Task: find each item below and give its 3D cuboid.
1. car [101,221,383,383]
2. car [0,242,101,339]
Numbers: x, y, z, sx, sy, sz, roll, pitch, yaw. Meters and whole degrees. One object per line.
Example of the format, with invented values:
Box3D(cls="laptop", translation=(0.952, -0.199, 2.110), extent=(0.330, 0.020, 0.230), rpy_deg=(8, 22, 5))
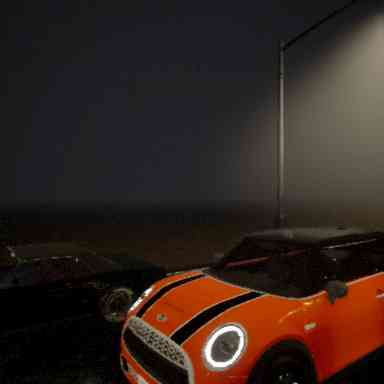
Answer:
Box3D(cls="car", translation=(1.353, 1.360, 4.656), extent=(4.553, 1.767, 2.097), rpy_deg=(0, 0, -36))
Box3D(cls="car", translation=(-2.871, 1.604, 5.631), extent=(4.718, 1.301, 1.895), rpy_deg=(0, 0, -36))
